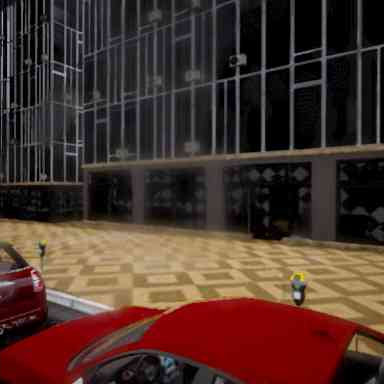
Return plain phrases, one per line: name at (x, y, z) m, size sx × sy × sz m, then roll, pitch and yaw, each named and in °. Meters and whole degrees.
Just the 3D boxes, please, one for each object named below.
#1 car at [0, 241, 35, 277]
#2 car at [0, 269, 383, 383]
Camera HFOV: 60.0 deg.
car at (-4.399, 1.502, 5.800) m, size 4.097 × 1.590 × 1.967 m, roll -1°, pitch 0°, yaw 35°
car at (0.202, 1.556, 2.523) m, size 4.507 × 1.381 × 1.887 m, roll -1°, pitch 0°, yaw 35°
